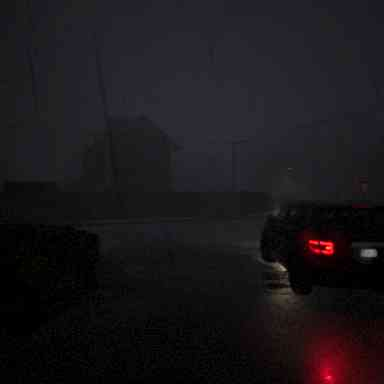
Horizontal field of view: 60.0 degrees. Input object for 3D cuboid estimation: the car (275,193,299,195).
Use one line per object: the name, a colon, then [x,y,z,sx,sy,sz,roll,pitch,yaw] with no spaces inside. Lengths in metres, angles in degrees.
car: [12.123,1.210,44.710,2.150,2.045,5.566,0,0,-27]

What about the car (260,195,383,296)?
car: [3.345,1.219,8.814,2.150,2.045,5.566,0,0,2]
